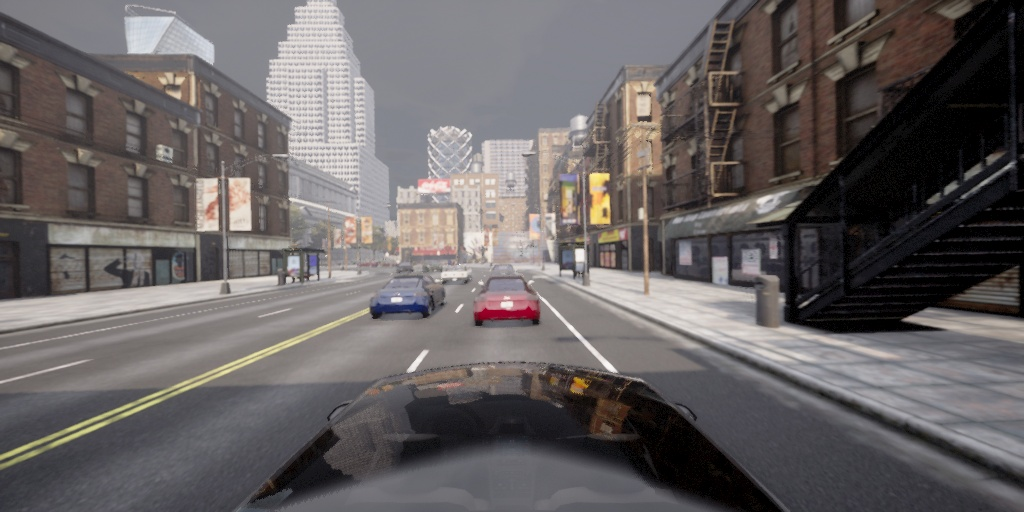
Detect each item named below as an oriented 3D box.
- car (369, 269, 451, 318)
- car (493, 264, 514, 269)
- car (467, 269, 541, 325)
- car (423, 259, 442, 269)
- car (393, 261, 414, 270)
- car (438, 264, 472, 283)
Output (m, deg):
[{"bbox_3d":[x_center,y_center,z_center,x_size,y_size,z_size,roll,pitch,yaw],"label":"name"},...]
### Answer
[{"bbox_3d":[-3.710,1.368,13.392,1.994,1.385,4.181,-1,0,-1],"label":"car"},{"bbox_3d":[-0.623,1.267,25.689,2.033,1.411,5.357,-1,0,-1],"label":"car"},{"bbox_3d":[-0.172,1.299,11.845,1.994,1.385,4.181,-1,0,-1],"label":"car"},{"bbox_3d":[-10.229,1.235,46.233,2.097,1.767,4.553,-1,0,-21],"label":"car"},{"bbox_3d":[-13.851,1.505,46.461,2.033,1.411,5.357,-1,0,-22],"label":"car"},{"bbox_3d":[-4.172,1.391,27.849,1.895,1.301,4.718,-1,0,-1],"label":"car"}]
